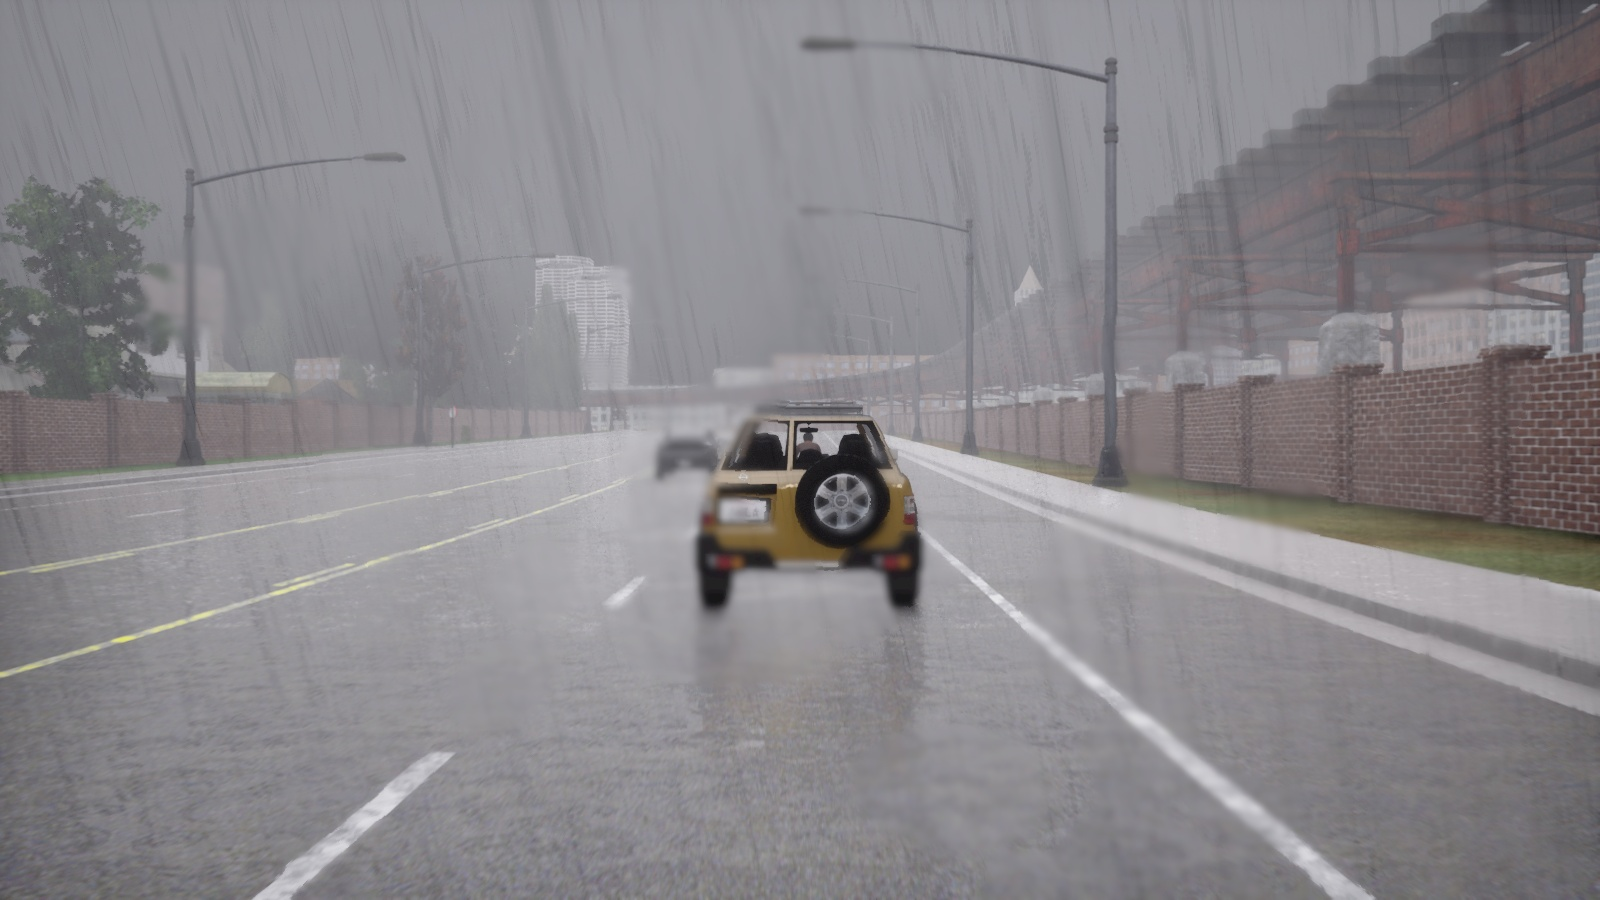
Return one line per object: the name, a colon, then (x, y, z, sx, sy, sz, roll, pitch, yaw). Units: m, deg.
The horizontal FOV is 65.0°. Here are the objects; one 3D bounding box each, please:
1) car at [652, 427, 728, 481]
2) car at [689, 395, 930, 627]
car: (-3.261, 0.071, 38.075, 1.837, 1.490, 4.892, 0, 2, 0)
car: (0.088, 0.455, 12.346, 1.932, 1.855, 4.605, 0, 1, 0)
